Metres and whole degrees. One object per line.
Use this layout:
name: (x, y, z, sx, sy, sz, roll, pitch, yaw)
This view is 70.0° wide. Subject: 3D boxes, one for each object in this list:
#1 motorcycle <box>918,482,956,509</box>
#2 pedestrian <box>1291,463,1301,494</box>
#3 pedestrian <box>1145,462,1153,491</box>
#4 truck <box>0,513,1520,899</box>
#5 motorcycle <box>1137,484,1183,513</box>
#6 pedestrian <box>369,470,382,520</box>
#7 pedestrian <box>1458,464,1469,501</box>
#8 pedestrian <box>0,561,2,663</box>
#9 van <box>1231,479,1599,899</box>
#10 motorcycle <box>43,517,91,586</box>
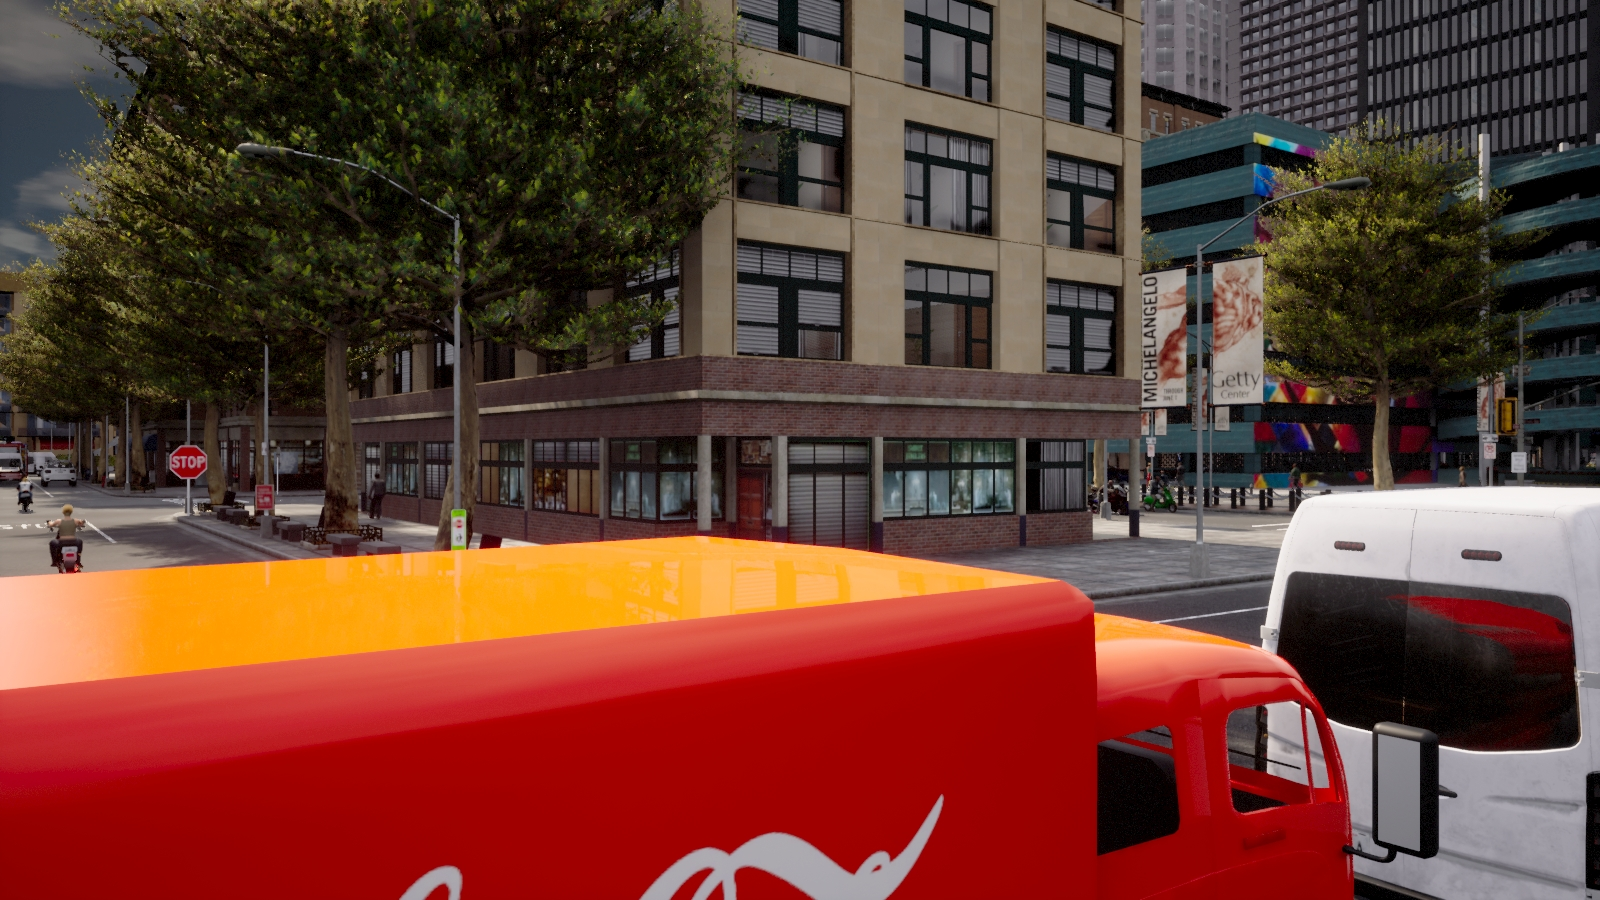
motorcycle: (6.591, 2.168, 55.002, 0.856, 1.236, 1.805, 0, 0, -36)
pedestrian: (29.278, 1.673, 67.442, 0.375, 1.860, 0.375, 0, 0, -26)
pedestrian: (22.462, 1.674, 73.530, 0.375, 1.860, 0.375, 0, 0, -39)
truck: (-0.425, 1.567, 3.494, 5.204, 2.467, 2.627, 0, 0, -35)
motorcycle: (16.126, 2.166, 51.225, 0.856, 1.236, 1.805, 0, 0, -35)
pedestrian: (-15.918, 1.691, 42.853, 0.375, 1.860, 0.375, 0, 0, -36)
pedestrian: (33.935, 1.674, 58.427, 0.375, 1.860, 0.375, 0, 0, -30)
pedestrian: (-10.658, 2.128, 14.932, 0.375, 1.300, 0.375, 0, 0, -34)
van: (5.568, 1.531, 7.705, 5.915, 2.561, 1.988, 0, 0, -35)
motorcycle: (-15.923, 2.169, 24.797, 0.764, 1.277, 2.356, 0, 0, -36)
